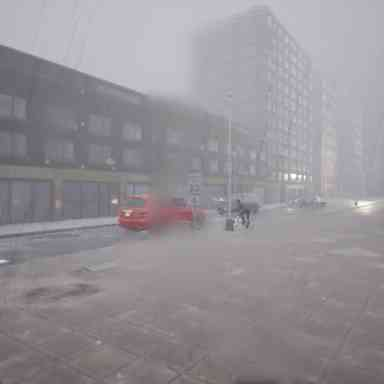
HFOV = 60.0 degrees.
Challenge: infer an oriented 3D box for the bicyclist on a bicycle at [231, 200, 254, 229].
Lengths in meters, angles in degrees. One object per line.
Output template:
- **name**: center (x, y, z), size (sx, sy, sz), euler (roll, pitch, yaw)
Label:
- **bicyclist on a bicycle**: center (2.779, 1.262, 18.881), size (1.656, 1.620, 0.582), euler (0, 0, 35)

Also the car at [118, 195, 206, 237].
- **car**: center (-1.473, 1.175, 18.224), size (2.150, 2.045, 5.566), euler (0, 0, 38)

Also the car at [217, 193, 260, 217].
- **car**: center (4.485, 1.140, 31.402), size (2.150, 2.045, 5.566), euler (0, 0, 35)

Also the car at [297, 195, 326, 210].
- **car**: center (15.042, 1.259, 41.179), size (2.097, 1.767, 4.553), euler (0, 0, 35)

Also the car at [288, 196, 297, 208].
- **car**: center (15.011, 1.295, 46.065), size (2.097, 1.767, 4.553), euler (0, 0, 35)
